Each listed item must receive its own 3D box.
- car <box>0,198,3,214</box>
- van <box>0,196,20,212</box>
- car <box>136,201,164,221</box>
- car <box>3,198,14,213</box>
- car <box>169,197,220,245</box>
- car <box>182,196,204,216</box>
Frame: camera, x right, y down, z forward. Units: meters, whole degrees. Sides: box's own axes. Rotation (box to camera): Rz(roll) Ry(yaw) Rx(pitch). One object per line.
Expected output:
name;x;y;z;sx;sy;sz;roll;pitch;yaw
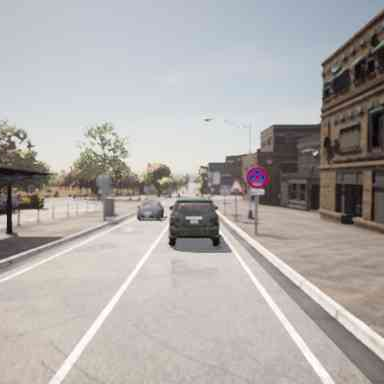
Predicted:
car;-21.932;1.605;32.450;5.366;1.575;1.946;0;0;0
van;-22.008;1.406;38.001;4.442;1.987;1.878;0;0;0
car;-3.350;1.493;27.365;2.128;1.511;4.902;0;0;0
car;-22.151;1.650;35.227;4.792;1.488;2.163;0;0;0
car;0.096;1.264;15.828;2.150;2.045;5.566;0;0;0
car;0.095;1.311;32.781;2.097;1.767;4.553;0;1;0
